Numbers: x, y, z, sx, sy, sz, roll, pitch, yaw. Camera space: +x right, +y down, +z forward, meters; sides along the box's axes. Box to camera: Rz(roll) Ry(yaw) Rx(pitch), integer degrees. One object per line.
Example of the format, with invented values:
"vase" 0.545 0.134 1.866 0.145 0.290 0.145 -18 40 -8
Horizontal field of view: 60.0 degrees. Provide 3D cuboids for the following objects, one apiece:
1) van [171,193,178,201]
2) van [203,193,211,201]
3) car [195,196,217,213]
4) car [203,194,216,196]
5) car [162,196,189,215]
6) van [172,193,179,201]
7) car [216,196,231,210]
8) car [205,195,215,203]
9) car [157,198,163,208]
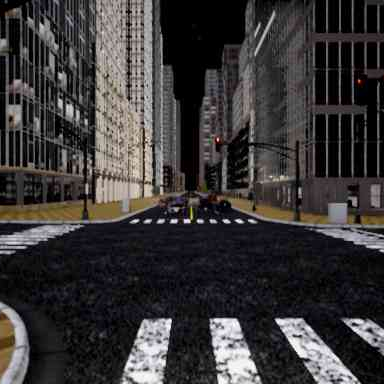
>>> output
"van" -4.196 1.265 80.528 1.690 1.788 3.998 0 0 0
"van" 3.684 1.265 80.564 1.690 1.788 3.998 0 0 0
"car" 1.408 1.494 37.082 1.837 1.490 4.892 0 0 0
"car" 3.761 1.268 63.981 2.192 1.841 5.009 0 0 0
"car" -1.524 1.485 33.807 2.128 1.511 4.902 0 0 -1
"van" -4.221 1.255 86.055 1.690 1.788 3.998 0 0 0
"car" 3.911 1.550 41.872 1.947 1.339 4.313 0 0 0
"car" 3.735 1.384 69.509 1.967 1.590 4.097 0 0 0
"car" -4.044 1.560 47.362 1.802 1.307 4.206 0 0 0
